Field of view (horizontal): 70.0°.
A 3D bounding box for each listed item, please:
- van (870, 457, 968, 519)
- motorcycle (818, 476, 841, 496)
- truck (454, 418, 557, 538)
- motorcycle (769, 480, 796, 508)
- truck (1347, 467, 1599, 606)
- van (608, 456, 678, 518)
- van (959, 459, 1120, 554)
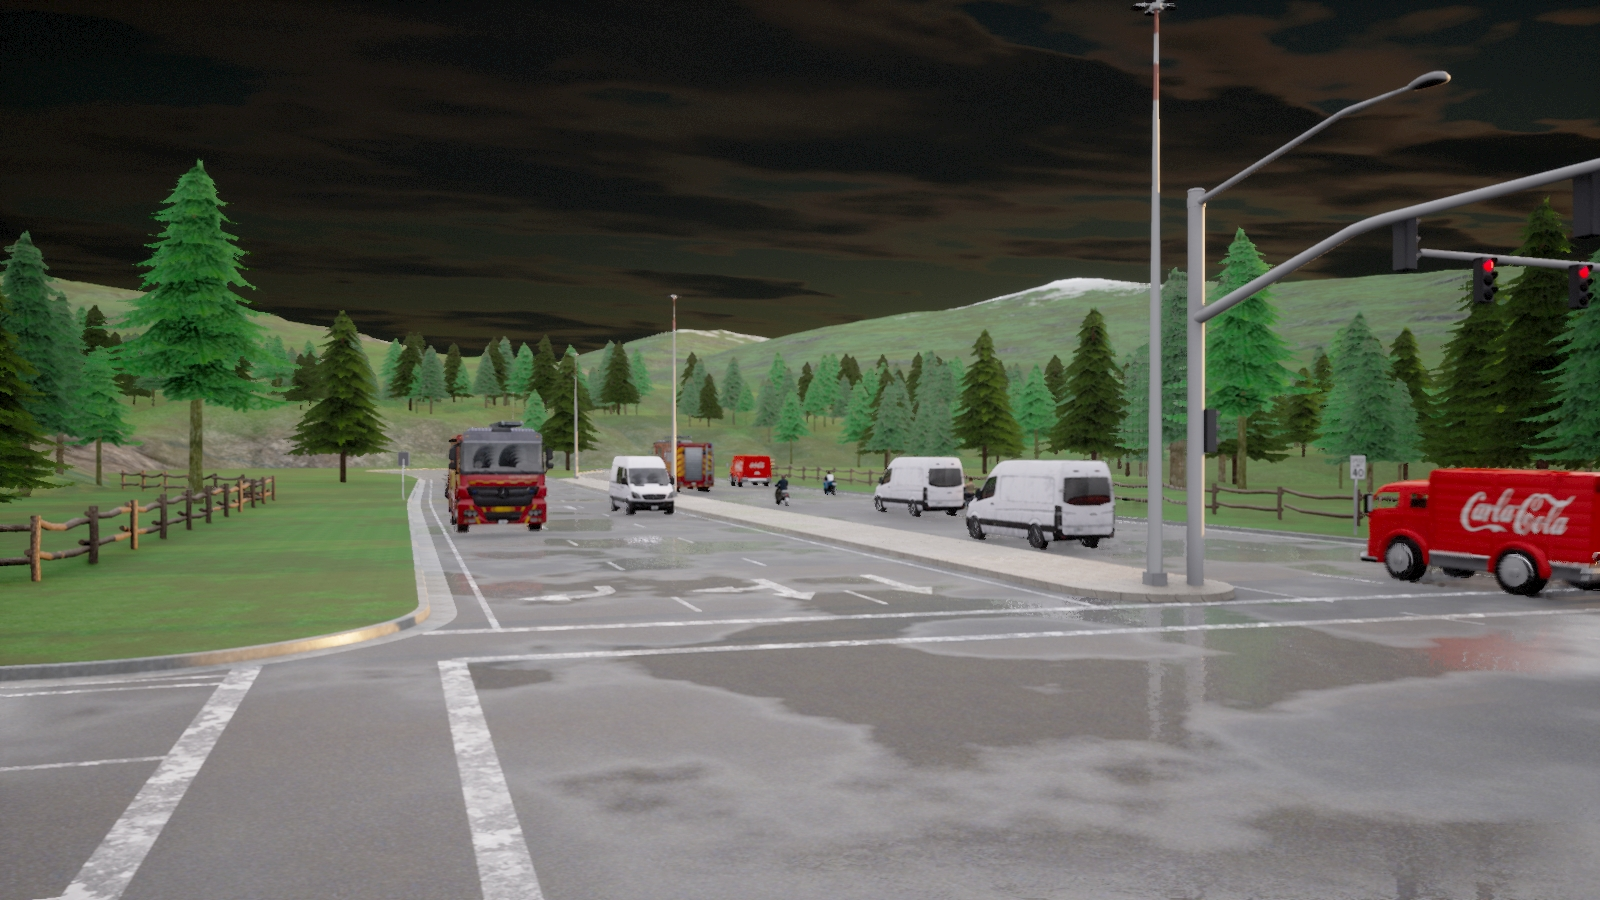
[{"bbox_3d":[5.185,1.600,50.829,1.988,2.561,5.915,0,0,-19],"label":"van"},{"bbox_3d":[1.858,2.263,71.450,0.803,1.199,2.033,0,0,-18],"label":"motorcycle"},{"bbox_3d":[-10.756,0.904,41.134,2.891,3.827,8.468,0,0,-19],"label":"truck"},{"bbox_3d":[-0.906,2.198,57.615,0.856,1.316,1.805,0,0,-19],"label":"motorcycle"},{"bbox_3d":[14.627,1.637,23.983,2.627,2.467,5.204,0,0,-25],"label":"truck"},{"bbox_3d":[-7.100,1.568,51.158,1.988,2.561,5.915,0,0,-19],"label":"van"},{"bbox_3d":[7.113,1.590,34.768,1.988,2.561,5.915,0,0,-20],"label":"van"}]
